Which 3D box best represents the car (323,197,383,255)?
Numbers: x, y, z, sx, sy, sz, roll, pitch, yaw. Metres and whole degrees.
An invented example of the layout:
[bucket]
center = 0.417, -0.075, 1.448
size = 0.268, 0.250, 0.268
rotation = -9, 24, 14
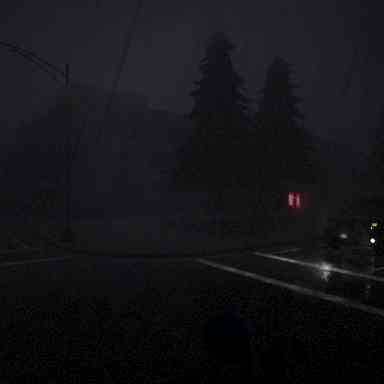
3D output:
[car]
center = 7.729, 1.248, 13.728
size = 5.566, 2.045, 2.150
rotation = 0, 0, -37
